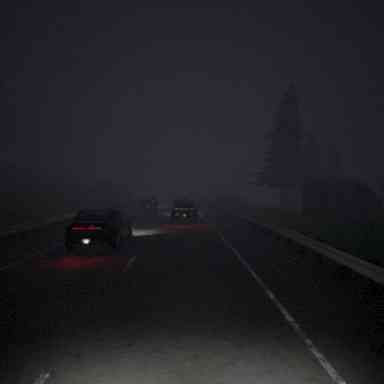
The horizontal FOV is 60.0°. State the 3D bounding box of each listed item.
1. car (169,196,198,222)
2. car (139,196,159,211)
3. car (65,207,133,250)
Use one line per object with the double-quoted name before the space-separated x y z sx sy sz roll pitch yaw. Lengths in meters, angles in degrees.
"car" -0.582 1.305 24.088 2.128 1.511 4.902 0 1 -3
"car" -4.669 1.210 36.547 2.128 1.511 4.902 0 0 -3
"car" -3.672 1.399 13.728 1.837 1.490 4.892 0 0 -2
